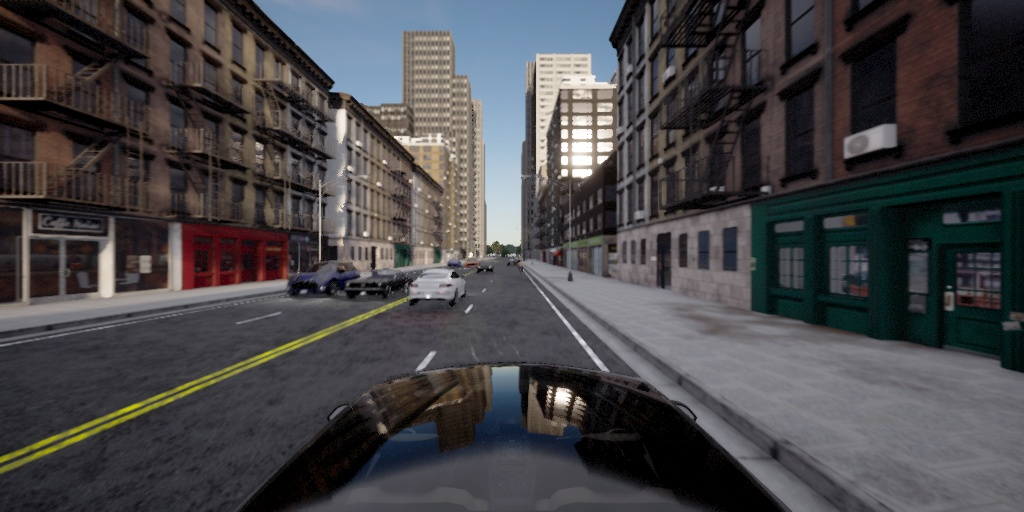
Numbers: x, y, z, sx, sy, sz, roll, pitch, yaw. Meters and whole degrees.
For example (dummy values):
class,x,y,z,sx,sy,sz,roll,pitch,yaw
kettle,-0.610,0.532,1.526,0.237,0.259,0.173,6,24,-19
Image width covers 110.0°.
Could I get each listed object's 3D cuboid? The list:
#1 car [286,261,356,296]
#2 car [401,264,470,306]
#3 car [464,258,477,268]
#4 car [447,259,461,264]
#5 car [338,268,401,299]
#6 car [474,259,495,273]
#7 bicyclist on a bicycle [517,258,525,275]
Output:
class,x,y,z,sx,sy,sz,roll,pitch,yaw
car,-9.847,1.100,19.190,2.097,1.767,4.553,0,0,0
car,-3.150,1.274,15.773,1.812,1.442,4.674,0,0,0
car,-6.545,1.105,58.816,2.097,1.767,4.553,0,0,1
car,-9.785,1.230,60.912,1.882,1.535,5.008,0,0,1
car,-6.599,1.349,18.103,1.895,1.301,4.718,0,0,0
car,-3.146,1.351,43.824,1.895,1.301,4.718,0,0,0
bicyclist on a bicycle,0.899,1.186,36.382,0.866,1.612,1.509,0,0,0
